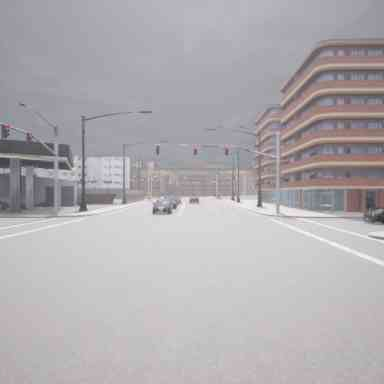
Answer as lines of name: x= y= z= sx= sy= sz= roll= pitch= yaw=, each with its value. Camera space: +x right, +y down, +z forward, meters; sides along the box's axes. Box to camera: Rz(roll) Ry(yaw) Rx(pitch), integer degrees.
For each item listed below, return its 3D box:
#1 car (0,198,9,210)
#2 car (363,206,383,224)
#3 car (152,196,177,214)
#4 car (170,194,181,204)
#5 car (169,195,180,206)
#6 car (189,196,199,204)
car: x=-23.937 y=1.456 z=39.397 sx=3.806 sy=1.475 sz=1.970 roll=0 pitch=0 yaw=1
car: x=14.727 y=1.352 z=23.648 sx=4.553 sy=1.767 sz=2.097 roll=0 pitch=0 yaw=1
car: x=-3.070 y=1.492 z=35.201 sx=2.128 sy=1.511 sz=4.902 roll=0 pitch=0 yaw=0
car: x=-3.198 y=1.352 z=65.091 sx=2.097 sy=1.767 sz=4.553 roll=0 pitch=0 yaw=0
car: x=-3.126 y=1.352 z=44.919 sx=2.097 sy=1.767 sz=4.553 roll=0 pitch=0 yaw=0
car: x=0.442 y=1.526 z=65.794 sx=1.812 sy=1.442 sz=4.674 roll=0 pitch=0 yaw=0
